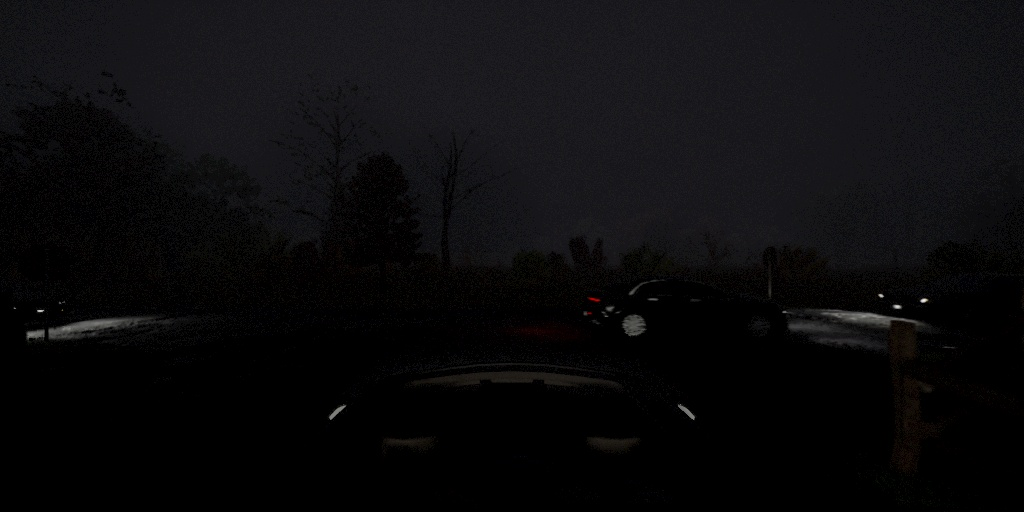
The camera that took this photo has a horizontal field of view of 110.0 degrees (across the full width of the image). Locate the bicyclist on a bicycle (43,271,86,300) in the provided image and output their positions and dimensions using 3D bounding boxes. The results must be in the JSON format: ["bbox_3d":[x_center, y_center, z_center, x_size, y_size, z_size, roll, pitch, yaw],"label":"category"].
[{"bbox_3d":[-21.446,1.367,17.196,0.582,1.620,1.656,0,0,4],"label":"bicyclist on a bicycle"}]

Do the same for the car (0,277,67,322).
[{"bbox_3d":[-16.471,1.363,10.861,4.892,1.490,1.837,1,0,4],"label":"car"}]

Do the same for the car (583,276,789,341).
[{"bbox_3d":[4.376,1.262,9.390,4.892,1.490,1.837,0,0,4],"label":"car"}]

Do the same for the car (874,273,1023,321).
[{"bbox_3d":[15.287,1.264,11.582,5.357,1.411,2.033,0,0,4],"label":"car"}]
